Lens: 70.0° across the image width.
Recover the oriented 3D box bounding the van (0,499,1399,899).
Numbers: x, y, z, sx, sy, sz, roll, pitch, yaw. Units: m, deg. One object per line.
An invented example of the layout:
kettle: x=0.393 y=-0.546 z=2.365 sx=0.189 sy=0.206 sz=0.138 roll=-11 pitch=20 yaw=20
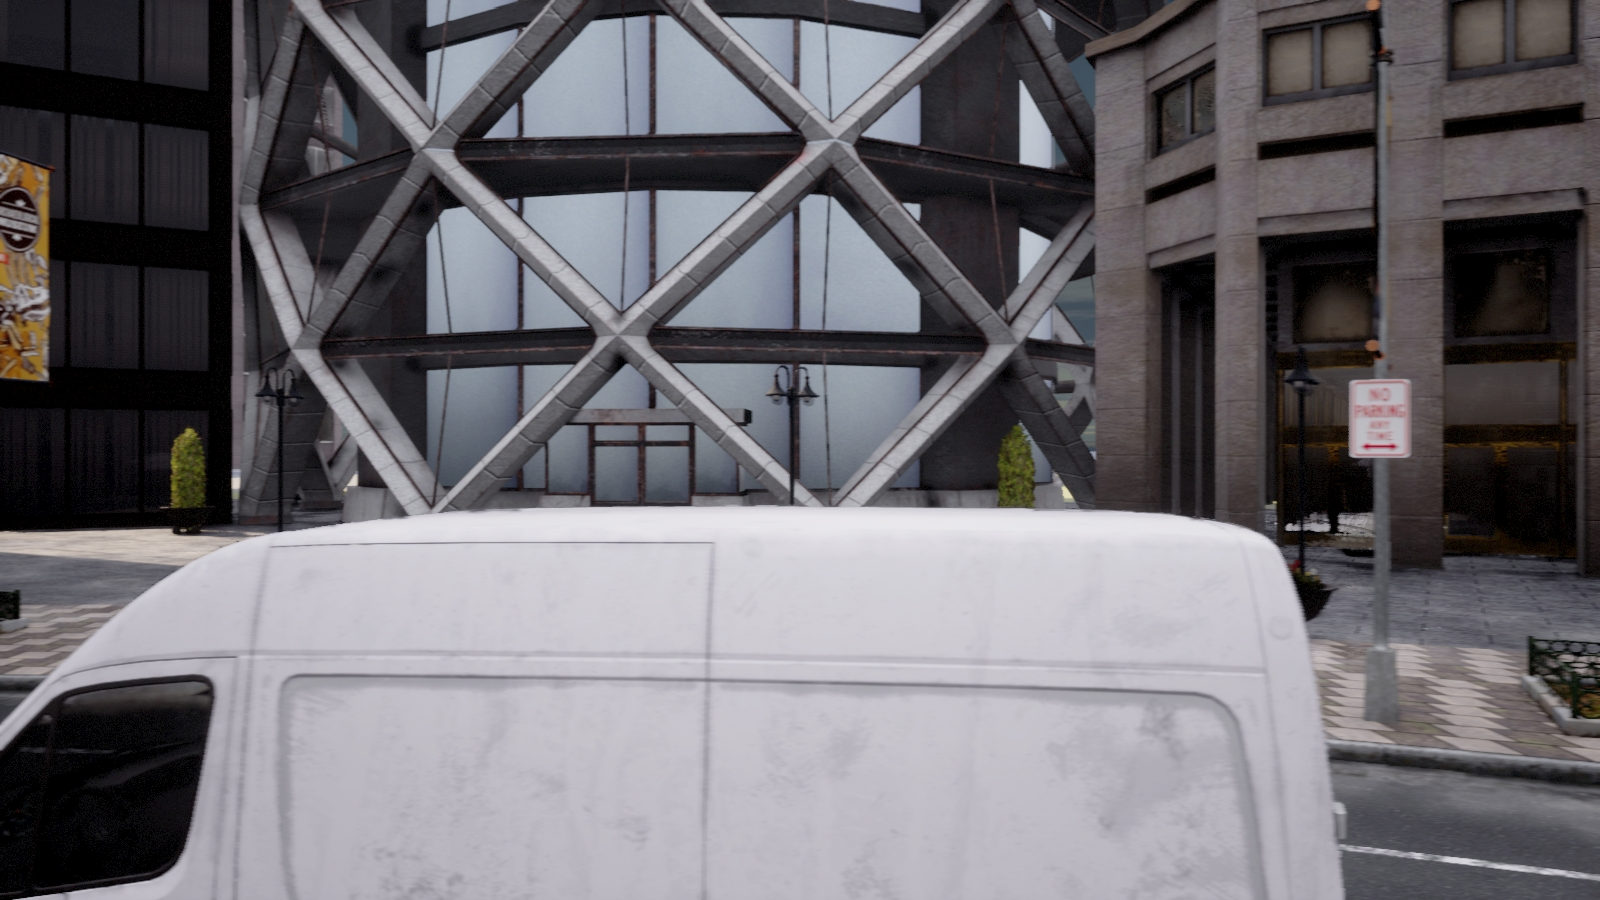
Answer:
van: x=-1.155 y=1.531 z=4.512 sx=5.915 sy=2.561 sz=1.988 roll=0 pitch=0 yaw=7
